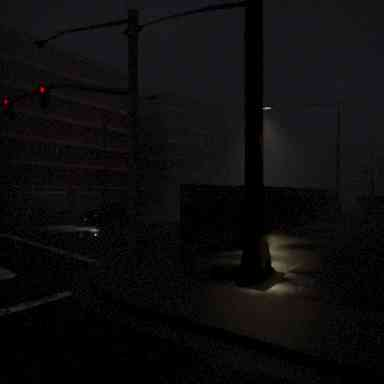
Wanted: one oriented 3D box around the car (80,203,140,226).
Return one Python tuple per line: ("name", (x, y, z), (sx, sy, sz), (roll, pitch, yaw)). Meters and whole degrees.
("car", (-5.772, 1.539, 24.004), (1.812, 1.442, 4.674), (0, 0, 35))
